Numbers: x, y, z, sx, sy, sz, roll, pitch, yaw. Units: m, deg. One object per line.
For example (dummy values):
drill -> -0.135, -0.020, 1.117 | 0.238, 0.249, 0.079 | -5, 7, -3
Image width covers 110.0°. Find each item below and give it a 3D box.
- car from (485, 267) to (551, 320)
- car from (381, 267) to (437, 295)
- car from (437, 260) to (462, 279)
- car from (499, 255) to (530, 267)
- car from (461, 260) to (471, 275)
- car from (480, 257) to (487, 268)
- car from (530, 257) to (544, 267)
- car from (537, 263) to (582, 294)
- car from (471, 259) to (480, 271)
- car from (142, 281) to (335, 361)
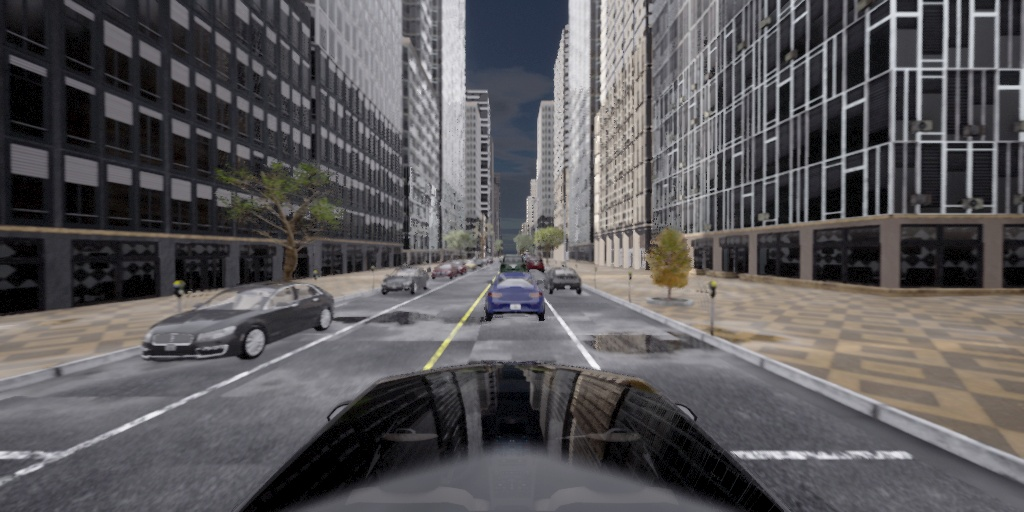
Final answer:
car -> 0.101, 1.258, 12.361 | 1.812, 1.442, 4.674 | 0, 0, 0
car -> -5.692, 1.270, 19.531 | 2.007, 1.370, 4.403 | 0, 0, 0
car -> -5.692, 1.281, 30.899 | 1.802, 1.307, 4.207 | 0, 0, 0
car -> 0.103, 0.922, 30.142 | 2.150, 2.045, 5.566 | 0, 0, 0
car -> -5.692, 1.129, 36.582 | 1.967, 1.591, 4.097 | 0, 0, 0
car -> -5.693, 1.214, 59.317 | 1.948, 1.339, 4.313 | 0, 0, 0
car -> 2.688, 0.994, 42.267 | 2.192, 1.841, 5.009 | 0, 0, 0
car -> 2.689, 1.270, 19.531 | 2.007, 1.370, 4.403 | 0, 0, 0
car -> -5.692, 1.194, 47.780 | 1.751, 1.417, 4.829 | 0, 0, 0
car -> -5.692, 1.289, 8.165 | 2.007, 1.370, 4.403 | 0, 0, 0
